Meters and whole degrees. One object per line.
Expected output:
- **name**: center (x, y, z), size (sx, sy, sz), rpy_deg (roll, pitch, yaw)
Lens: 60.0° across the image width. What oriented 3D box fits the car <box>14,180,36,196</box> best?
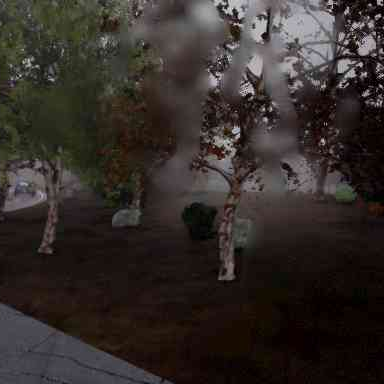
- **car**: center (-17.488, -0.491, 34.900), size (1.812, 1.442, 4.674), rpy_deg (3, 4, -26)
